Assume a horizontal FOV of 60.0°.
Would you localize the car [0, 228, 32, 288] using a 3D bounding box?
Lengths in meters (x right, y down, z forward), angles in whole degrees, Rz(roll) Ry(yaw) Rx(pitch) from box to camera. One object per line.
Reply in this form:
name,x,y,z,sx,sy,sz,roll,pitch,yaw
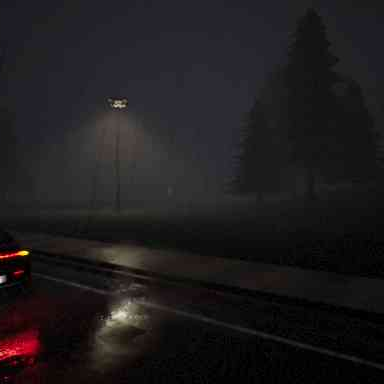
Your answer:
car,-5.775,1.494,7.992,4.892,1.490,1.837,0,0,36
